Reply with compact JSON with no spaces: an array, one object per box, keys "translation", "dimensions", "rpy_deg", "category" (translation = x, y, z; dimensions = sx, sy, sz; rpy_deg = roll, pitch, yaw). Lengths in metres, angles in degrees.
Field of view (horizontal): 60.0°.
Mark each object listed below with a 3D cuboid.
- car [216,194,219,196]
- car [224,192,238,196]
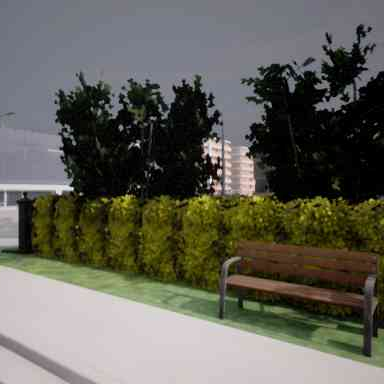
[{"translation":[3.947,0.781,70.249],"dimensions":[1.895,1.301,4.718],"rpy_deg":[0,1,35],"category":"car"},{"translation":[8.013,0.690,69.949],"dimensions":[2.128,1.511,4.902],"rpy_deg":[0,1,35],"category":"car"}]
